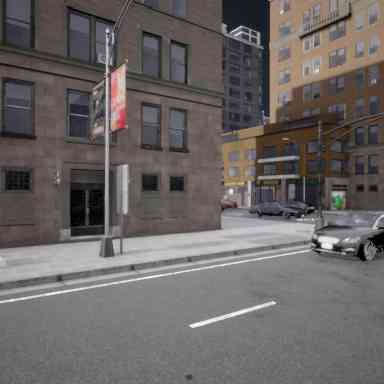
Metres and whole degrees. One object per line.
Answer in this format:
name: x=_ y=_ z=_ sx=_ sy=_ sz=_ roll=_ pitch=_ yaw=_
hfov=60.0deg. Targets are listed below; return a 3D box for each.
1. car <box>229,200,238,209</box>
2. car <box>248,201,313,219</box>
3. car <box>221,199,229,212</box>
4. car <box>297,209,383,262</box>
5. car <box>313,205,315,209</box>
car: x=4.168 y=1.593 z=43.286 sx=1.802 sy=1.307 sz=4.206 roll=0 pitch=0 yaw=-35
car: x=7.413 y=1.540 z=29.157 sx=2.033 sy=1.411 sz=5.357 roll=0 pitch=0 yaw=-37
car: x=1.631 y=1.591 z=37.366 sx=1.895 sy=1.301 sz=4.718 roll=0 pitch=0 yaw=-35
car: x=6.378 y=1.492 z=12.237 sx=4.902 sy=1.511 sz=2.128 roll=0 pitch=0 yaw=-36
car: x=10.530 y=1.580 z=34.284 sx=1.947 sy=1.339 sz=4.313 roll=0 pitch=0 yaw=-35
